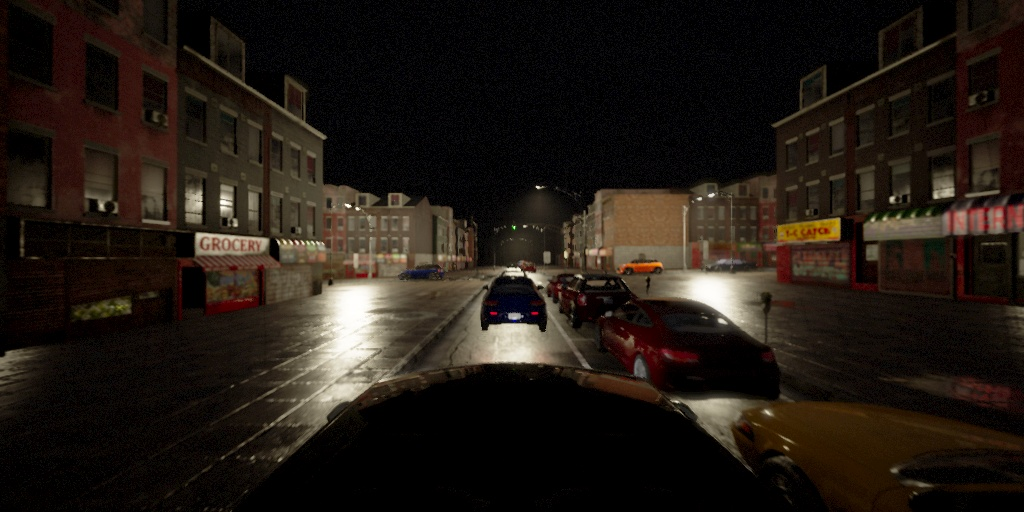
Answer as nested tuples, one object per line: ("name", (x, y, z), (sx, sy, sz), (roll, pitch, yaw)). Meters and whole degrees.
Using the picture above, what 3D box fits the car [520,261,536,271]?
("car", (2.647, 1.771, 54.542), (1.967, 1.591, 4.097), (0, 0, 0))

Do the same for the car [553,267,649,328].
("car", (2.639, 1.281, 11.738), (1.967, 1.591, 4.097), (0, 0, 0))

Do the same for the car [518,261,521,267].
("car", (2.648, 1.717, 59.943), (2.192, 1.841, 5.009), (0, 0, 0))

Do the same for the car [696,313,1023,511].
("car", (2.637, 1.267, 0.975), (1.751, 1.417, 4.829), (0, 0, 0))

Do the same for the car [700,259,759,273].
("car", (22.850, 1.000, 37.741), (5.357, 1.411, 2.033), (-1, 0, 0))

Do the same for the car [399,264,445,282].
("car", (-9.489, 1.691, 37.693), (4.553, 1.767, 2.097), (-2, 0, 2))

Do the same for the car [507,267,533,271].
("car", (0.113, 1.552, 22.597), (1.895, 1.301, 4.718), (0, -1, 0))

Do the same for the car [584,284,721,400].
("car", (2.638, 1.373, 6.272), (1.802, 1.307, 4.207), (0, 0, 0))

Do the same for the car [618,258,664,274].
("car", (13.363, 1.050, 37.722), (4.553, 1.767, 2.097), (-1, 0, 0))

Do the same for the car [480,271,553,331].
("car", (0.038, 1.363, 11.277), (1.812, 1.442, 4.674), (0, -1, 0))
